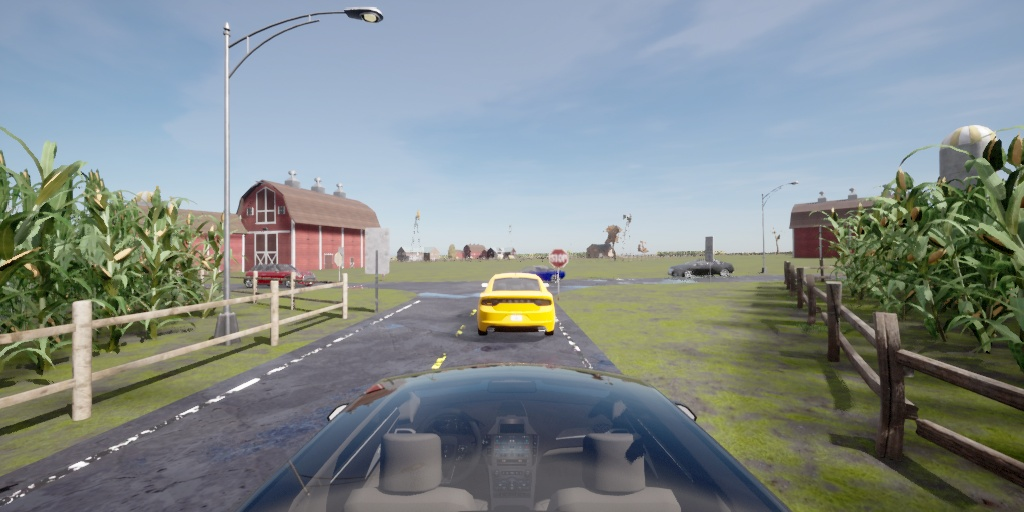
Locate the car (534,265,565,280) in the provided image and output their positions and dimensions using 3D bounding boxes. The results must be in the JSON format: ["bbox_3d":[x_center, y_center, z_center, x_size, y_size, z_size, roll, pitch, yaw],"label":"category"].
[{"bbox_3d":[1.350,1.316,24.944,4.718,1.301,1.895,-1,0,-33],"label":"car"}]

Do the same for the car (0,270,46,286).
[{"bbox_3d":[-46.689,2.049,33.731,4.674,1.442,1.812,-1,-1,15],"label":"car"}]

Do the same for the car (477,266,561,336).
[{"bbox_3d":[0.103,1.229,10.470,1.882,1.535,5.008,0,0,0],"label":"car"}]

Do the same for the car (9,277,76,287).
[{"bbox_3d":[-36.717,1.803,28.589,5.008,1.535,1.882,-1,-1,11],"label":"car"}]

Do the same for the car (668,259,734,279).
[{"bbox_3d":[14.850,0.985,28.296,4.902,1.511,2.128,-1,0,-4],"label":"car"}]

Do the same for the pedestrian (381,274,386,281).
[{"bbox_3d":[-11.176,1.621,31.209,0.500,1.100,0.500,0,0,4],"label":"pedestrian"}]

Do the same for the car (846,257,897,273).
[{"bbox_3d":[30.394,0.717,29.917,4.902,1.511,2.128,-1,0,-8],"label":"car"}]

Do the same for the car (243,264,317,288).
[{"bbox_3d":[-16.545,1.342,25.739,4.553,1.767,2.097,-1,-1,6],"label":"car"}]

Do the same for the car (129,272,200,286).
[{"bbox_3d":[-26.219,1.699,26.830,5.357,1.411,2.033,-1,-1,8],"label":"car"}]
